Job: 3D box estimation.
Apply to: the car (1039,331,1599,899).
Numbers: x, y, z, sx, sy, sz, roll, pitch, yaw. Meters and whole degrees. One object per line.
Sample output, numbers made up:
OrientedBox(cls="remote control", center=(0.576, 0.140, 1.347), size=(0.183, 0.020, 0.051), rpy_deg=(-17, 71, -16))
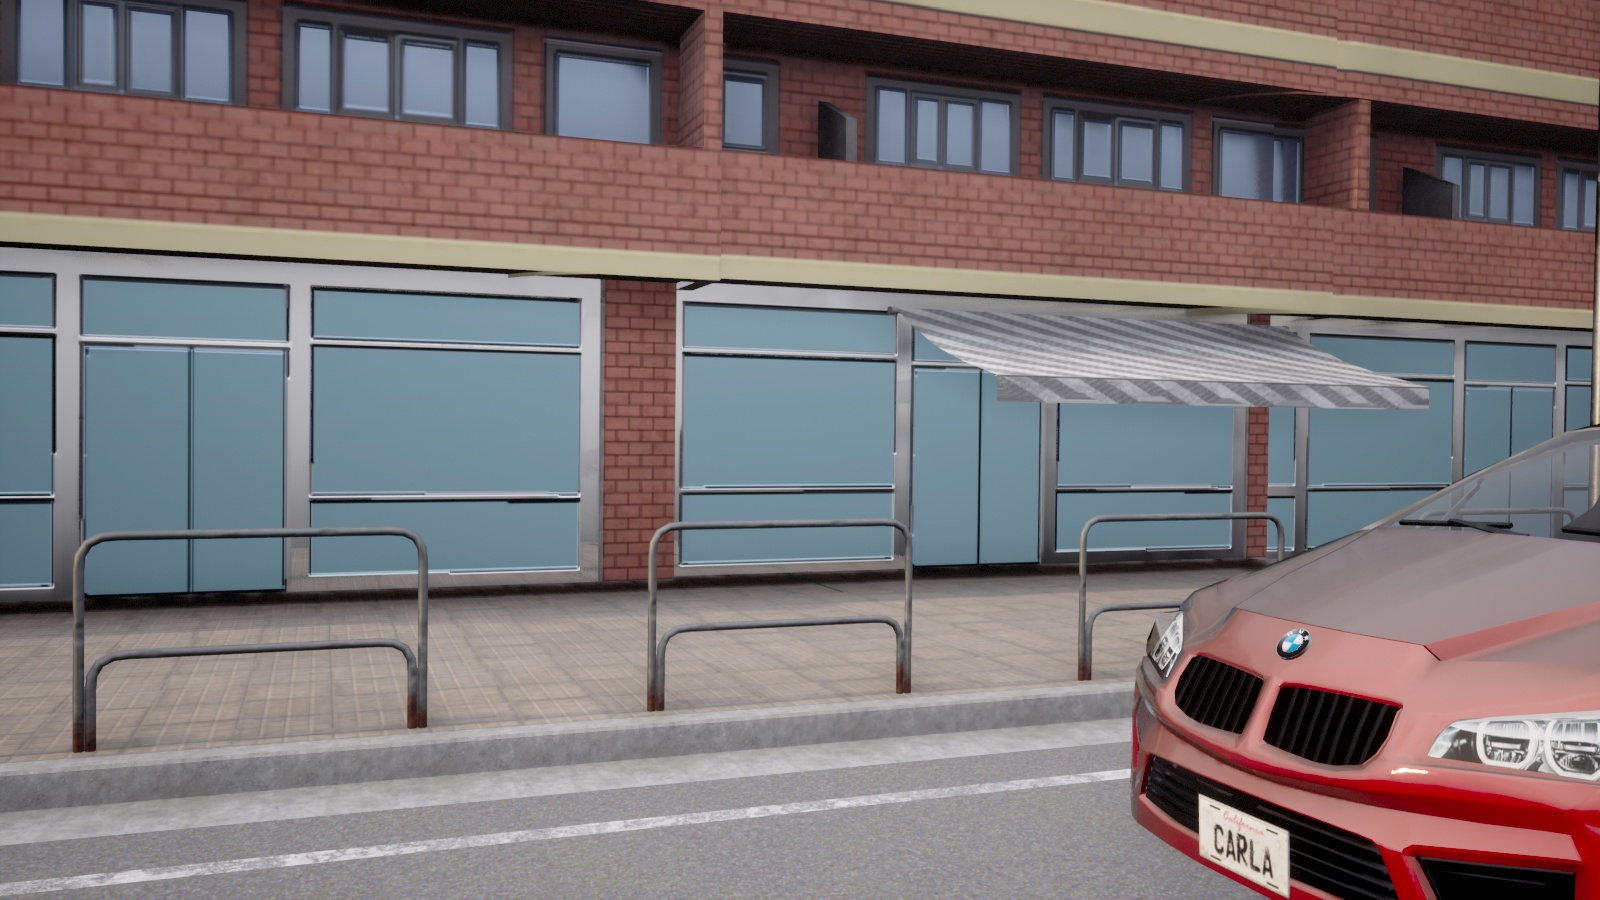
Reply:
OrientedBox(cls="car", center=(3.469, 0.531, 4.556), size=(4.611, 1.667, 2.242), rpy_deg=(-1, 1, -21))
